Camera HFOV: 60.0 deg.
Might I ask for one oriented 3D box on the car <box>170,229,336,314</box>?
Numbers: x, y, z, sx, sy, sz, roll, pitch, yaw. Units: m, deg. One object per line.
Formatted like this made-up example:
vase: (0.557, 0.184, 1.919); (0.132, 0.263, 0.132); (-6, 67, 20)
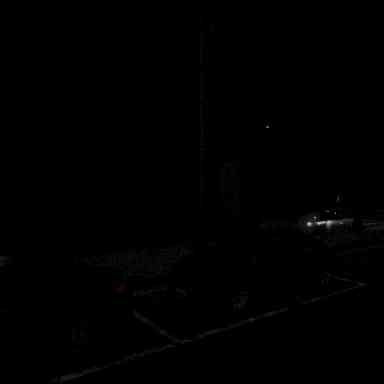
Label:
car: (1.555, 1.565, 7.643); (4.313, 1.339, 1.947); (0, 0, -35)

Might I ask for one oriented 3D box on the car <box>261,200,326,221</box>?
car: (7.682, 1.531, 27.148); (2.033, 1.411, 5.357); (0, 0, -36)

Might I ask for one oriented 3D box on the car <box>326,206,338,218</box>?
car: (10.264, 1.479, 29.125); (1.837, 1.490, 4.892); (0, 0, -36)

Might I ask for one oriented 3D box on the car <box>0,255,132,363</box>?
car: (-2.883, 1.582, 4.478); (4.206, 1.307, 1.802); (0, 0, -35)
